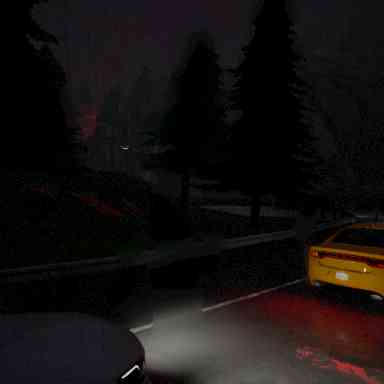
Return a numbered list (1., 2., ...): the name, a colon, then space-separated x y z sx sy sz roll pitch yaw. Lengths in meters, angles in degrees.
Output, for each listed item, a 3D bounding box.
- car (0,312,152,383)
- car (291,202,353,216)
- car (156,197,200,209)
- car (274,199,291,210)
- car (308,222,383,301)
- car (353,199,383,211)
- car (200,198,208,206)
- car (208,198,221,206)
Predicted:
1. car: -2.523 1.526 2.208 4.674 1.442 1.812 0 0 -36
2. car: 12.846 1.511 32.983 4.892 1.490 1.837 0 0 34
3. car: -2.050 1.509 47.432 5.357 1.411 2.033 0 0 35
4. car: 12.664 1.353 41.590 4.553 1.767 2.097 0 0 34
5. car: 4.749 1.478 8.075 5.008 1.535 1.882 0 0 -42
6. car: 21.089 1.568 40.065 4.181 1.385 1.994 0 0 34
7. car: -0.715 1.505 50.764 5.357 1.411 2.033 0 0 35
8. car: 2.250 1.564 52.975 4.718 1.301 1.895 0 0 35
